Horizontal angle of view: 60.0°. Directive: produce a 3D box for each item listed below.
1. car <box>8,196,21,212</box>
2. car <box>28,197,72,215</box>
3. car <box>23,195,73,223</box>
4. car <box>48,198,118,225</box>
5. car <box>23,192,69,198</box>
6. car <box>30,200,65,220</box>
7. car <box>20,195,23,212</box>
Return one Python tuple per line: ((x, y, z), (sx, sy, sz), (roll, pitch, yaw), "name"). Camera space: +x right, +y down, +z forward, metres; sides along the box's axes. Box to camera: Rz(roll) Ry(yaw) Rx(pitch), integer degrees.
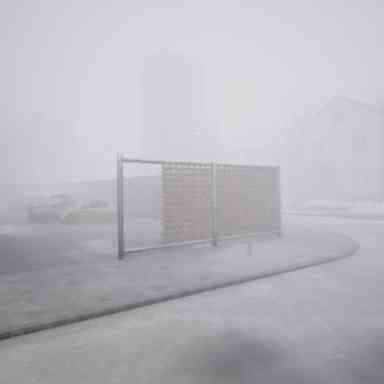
((-16.969, 1.383, 36.238), (5.357, 1.415, 2.033), (-1, 1, -36), "car")
((-13.915, 1.316, 32.669), (3.633, 1.501, 1.845), (-1, 1, -36), "car")
((-9.408, 1.266, 24.326), (4.611, 1.667, 2.242), (-1, 1, -36), "car")
((-6.964, 1.325, 22.174), (4.193, 1.474, 1.816), (-1, 1, -36), "car")
((-11.697, 1.158, 27.964), (3.866, 1.878, 1.905), (-1, 1, -36), "car")
((-11.142, 1.378, 25.705), (2.207, 1.379, 1.481), (-1, 1, -36), "car")
((-16.968, 1.314, 35.959), (1.789, 1.547, 3.705), (-1, 1, -36), "car")
